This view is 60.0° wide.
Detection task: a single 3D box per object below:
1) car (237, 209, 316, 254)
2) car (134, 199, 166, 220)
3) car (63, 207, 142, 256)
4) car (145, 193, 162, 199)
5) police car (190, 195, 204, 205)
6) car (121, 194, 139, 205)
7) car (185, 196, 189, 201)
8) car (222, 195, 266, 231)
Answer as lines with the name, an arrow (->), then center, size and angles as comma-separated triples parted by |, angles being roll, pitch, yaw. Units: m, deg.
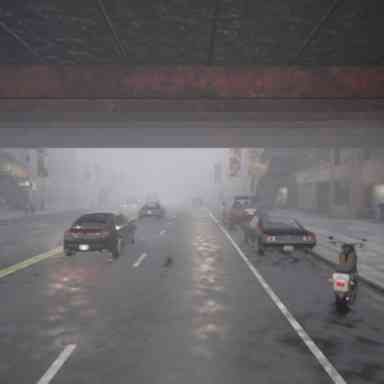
car -> 3.219, 1.592, 13.365 | 1.895, 1.301, 4.718 | 0, 0, 0
car -> -3.338, 1.558, 28.339 | 1.994, 1.385, 4.181 | 0, 0, 1
car -> -3.393, 1.503, 13.036 | 1.837, 1.490, 4.892 | 0, 0, 1
car -> -6.963, 1.206, 58.277 | 2.150, 2.045, 5.566 | 0, 0, 0
police car -> 1.130, 1.411, 60.925 | 1.930, 1.638, 5.238 | 0, 0, 0
car -> -10.465, 1.489, 57.829 | 1.837, 1.490, 4.892 | 0, 0, 0
car -> -0.234, 1.507, 78.289 | 1.812, 1.442, 4.674 | 0, 0, -15
car -> 3.170, 1.224, 20.761 | 2.435, 2.045, 5.566 | 0, 0, 0
